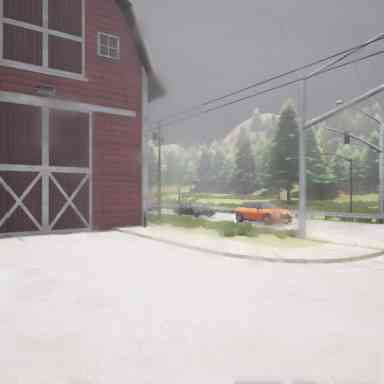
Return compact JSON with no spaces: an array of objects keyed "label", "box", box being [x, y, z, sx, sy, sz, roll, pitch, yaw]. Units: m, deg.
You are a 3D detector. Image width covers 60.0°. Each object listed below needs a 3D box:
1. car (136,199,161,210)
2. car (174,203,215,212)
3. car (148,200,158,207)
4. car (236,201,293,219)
[{"label":"car","box":[-6.558,1.850,49.597,1.812,1.442,4.674,0,0,-34]},{"label":"car","box":[0.099,1.772,33.473,2.033,1.411,5.357,0,0,-34]},{"label":"car","box":[-5.517,1.842,41.692,1.994,1.385,4.181,0,0,-35]},{"label":"car","box":[5.473,1.526,25.612,2.097,1.767,4.553,0,0,-34]}]
